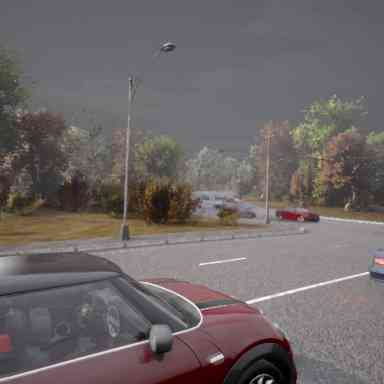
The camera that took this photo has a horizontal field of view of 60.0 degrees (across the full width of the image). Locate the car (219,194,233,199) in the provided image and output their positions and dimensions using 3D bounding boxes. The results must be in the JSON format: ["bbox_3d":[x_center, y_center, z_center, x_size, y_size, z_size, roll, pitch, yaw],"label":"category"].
[{"bbox_3d":[7.538,1.572,69.288,1.837,1.490,4.892,2,3,-7],"label":"car"}]

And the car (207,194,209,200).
[{"bbox_3d":[3.008,1.058,78.414,2.128,1.511,4.902,2,2,-1],"label":"car"}]

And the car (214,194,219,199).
[{"bbox_3d":[6.464,1.181,79.494,1.994,1.385,4.181,2,2,-1],"label":"car"}]

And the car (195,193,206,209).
[{"bbox_3d":[-0.019,1.479,52.354,2.150,2.045,5.566,3,1,-14],"label":"car"}]

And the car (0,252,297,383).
[{"bbox_3d":[-1.145,1.354,2.929,4.553,1.767,2.097,0,0,-36],"label":"car"}]

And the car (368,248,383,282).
[{"bbox_3d":[6.612,1.665,8.480,5.357,1.411,2.033,2,-1,-36],"label":"car"}]

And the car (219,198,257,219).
[{"bbox_3d":[5.256,1.943,36.698,2.097,1.767,4.553,3,-1,-22],"label":"car"}]

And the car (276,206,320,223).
[{"bbox_3d":[10.548,2.240,33.390,1.882,1.535,5.008,3,-1,-25],"label":"car"}]

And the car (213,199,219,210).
[{"bbox_3d":[4.733,2.159,48.367,1.895,1.301,4.718,3,1,-17],"label":"car"}]
